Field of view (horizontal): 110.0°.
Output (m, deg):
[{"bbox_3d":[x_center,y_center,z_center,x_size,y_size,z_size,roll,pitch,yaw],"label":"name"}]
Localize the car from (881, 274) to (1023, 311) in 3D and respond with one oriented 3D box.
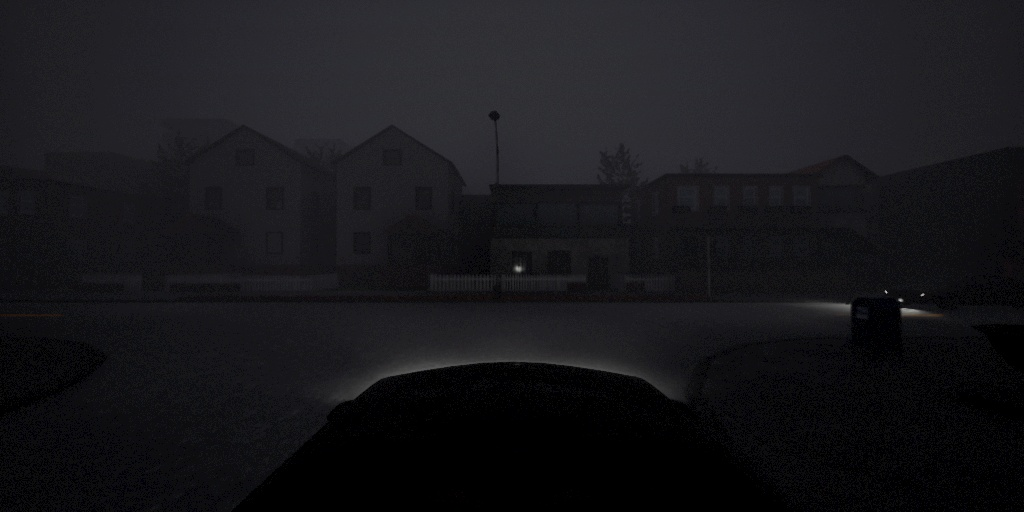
[{"bbox_3d":[18.859,1.454,14.956,5.357,1.411,2.033,0,-1,0],"label":"car"}]
